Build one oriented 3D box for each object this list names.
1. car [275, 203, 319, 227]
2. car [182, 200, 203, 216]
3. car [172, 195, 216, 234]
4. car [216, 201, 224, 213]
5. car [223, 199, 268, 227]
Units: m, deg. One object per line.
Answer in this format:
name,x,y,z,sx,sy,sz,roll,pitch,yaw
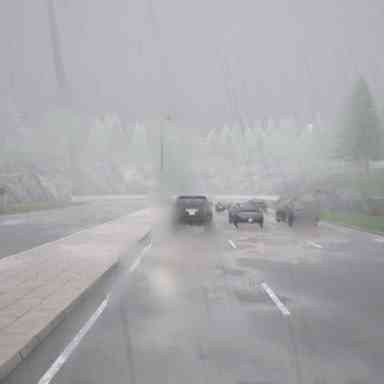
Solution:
car,7.071,1.492,22.794,2.128,1.511,4.902,0,0,0
car,0.046,1.548,34.240,2.033,1.411,5.357,0,0,1
car,0.043,1.215,19.510,2.150,2.045,5.566,0,-1,1
car,3.561,1.601,36.340,1.895,1.301,4.718,0,0,0
car,3.569,1.491,22.559,2.128,1.511,4.902,0,0,0
